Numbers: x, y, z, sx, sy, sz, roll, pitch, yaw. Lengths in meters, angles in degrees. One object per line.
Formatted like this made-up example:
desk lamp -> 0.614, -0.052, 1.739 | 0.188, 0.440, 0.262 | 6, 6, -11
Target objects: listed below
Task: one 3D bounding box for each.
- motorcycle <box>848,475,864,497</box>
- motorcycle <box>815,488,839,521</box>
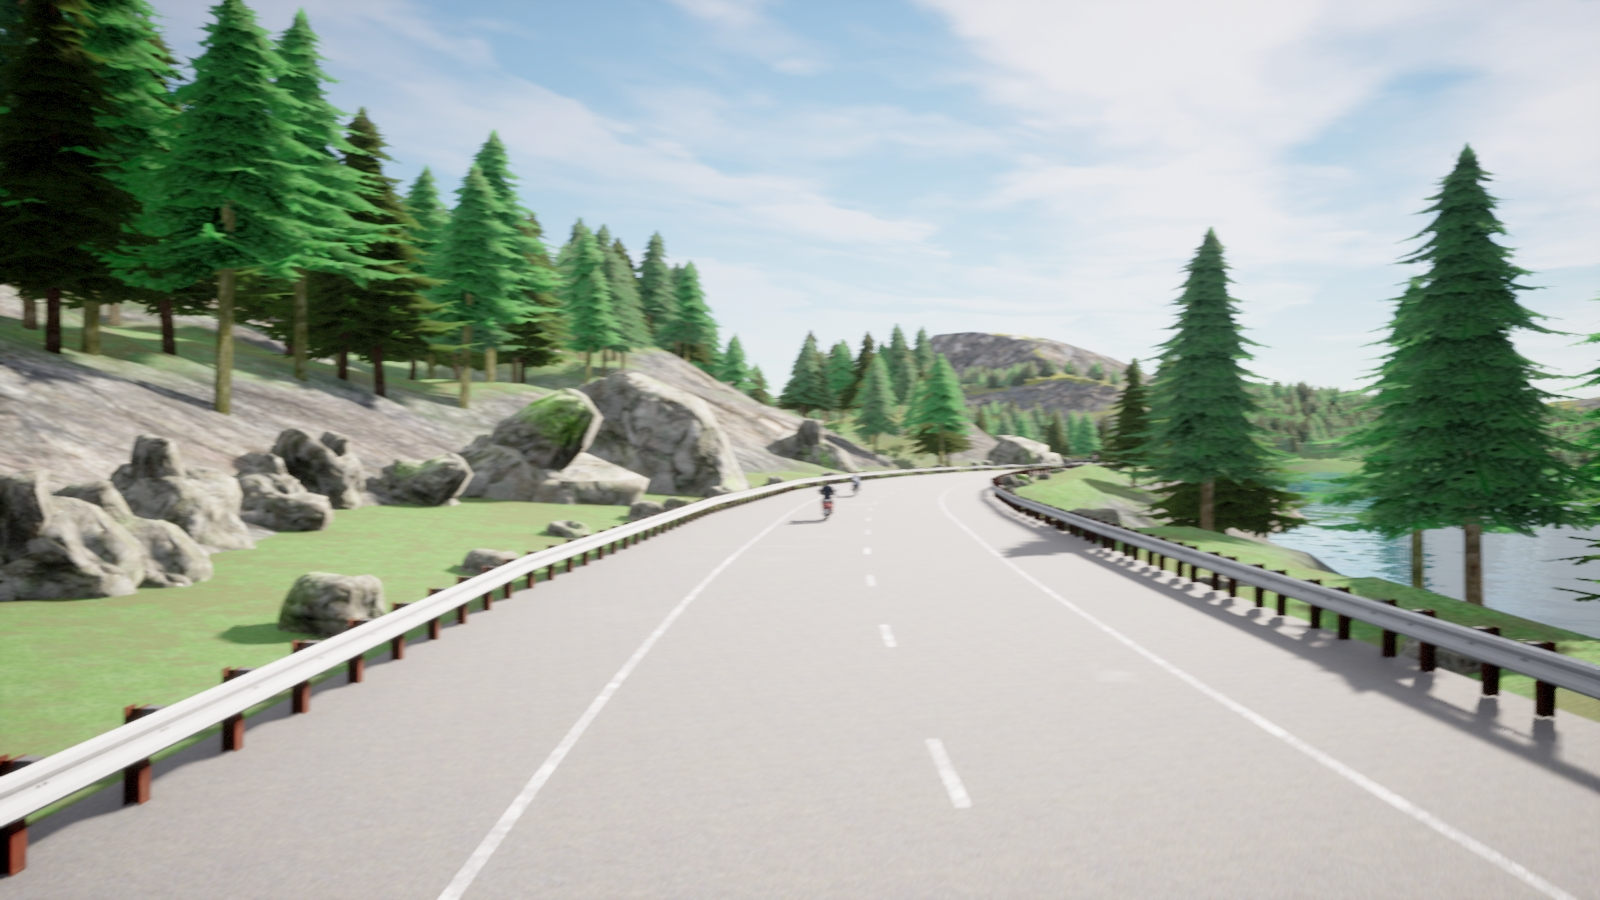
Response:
motorcycle -> 3.426, 2.184, 69.633 | 0.803, 1.217, 2.033 | 0, 0, 8
motorcycle -> 1.099, 2.183, 45.960 | 0.856, 1.236, 1.805 | 0, 0, 4
